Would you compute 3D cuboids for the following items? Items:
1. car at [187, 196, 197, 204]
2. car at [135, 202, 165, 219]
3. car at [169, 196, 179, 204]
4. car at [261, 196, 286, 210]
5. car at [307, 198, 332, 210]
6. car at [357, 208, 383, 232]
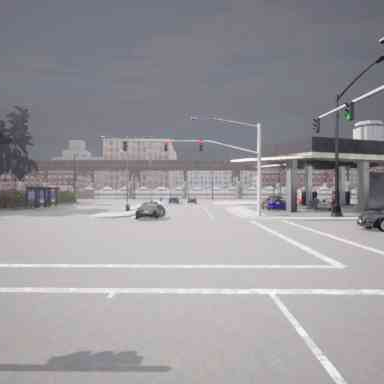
[{"bbox_3d":[0.022,1.547,64.404,2.033,1.411,5.357,0,0,0],"label":"car"},{"bbox_3d":[-3.569,1.564,28.901,1.994,1.385,4.181,0,0,4],"label":"car"},{"bbox_3d":[-3.478,1.478,64.405,1.882,1.535,5.008,0,0,0],"label":"car"},{"bbox_3d":[9.724,1.295,39.725,2.242,1.667,4.611,0,0,0],"label":"car"},{"bbox_3d":[15.469,1.456,40.486,1.970,1.475,3.806,0,0,0],"label":"car"},{"bbox_3d":[12.297,1.505,19.562,4.892,1.490,1.837,0,0,-1],"label":"car"}]
